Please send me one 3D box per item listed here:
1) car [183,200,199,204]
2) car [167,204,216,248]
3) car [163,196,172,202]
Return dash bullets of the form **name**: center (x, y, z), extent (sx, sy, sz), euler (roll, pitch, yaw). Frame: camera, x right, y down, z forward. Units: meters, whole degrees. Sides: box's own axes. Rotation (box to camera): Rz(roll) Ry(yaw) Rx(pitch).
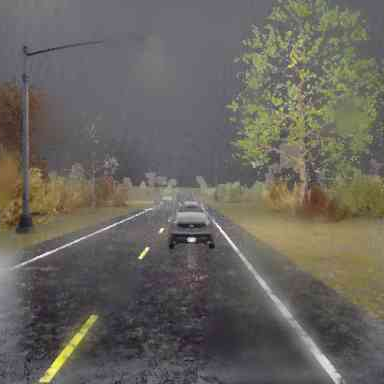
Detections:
- **car**: center (-0.078, 1.515, 29.659), extent (1.837, 1.490, 4.892), euler (0, 0, 0)
- **car**: center (-0.017, 1.515, 14.655), extent (1.837, 1.490, 4.892), euler (0, 0, 0)
- **car**: center (-5.669, 1.534, 77.201), extent (1.895, 1.301, 4.718), euler (0, 0, -8)
